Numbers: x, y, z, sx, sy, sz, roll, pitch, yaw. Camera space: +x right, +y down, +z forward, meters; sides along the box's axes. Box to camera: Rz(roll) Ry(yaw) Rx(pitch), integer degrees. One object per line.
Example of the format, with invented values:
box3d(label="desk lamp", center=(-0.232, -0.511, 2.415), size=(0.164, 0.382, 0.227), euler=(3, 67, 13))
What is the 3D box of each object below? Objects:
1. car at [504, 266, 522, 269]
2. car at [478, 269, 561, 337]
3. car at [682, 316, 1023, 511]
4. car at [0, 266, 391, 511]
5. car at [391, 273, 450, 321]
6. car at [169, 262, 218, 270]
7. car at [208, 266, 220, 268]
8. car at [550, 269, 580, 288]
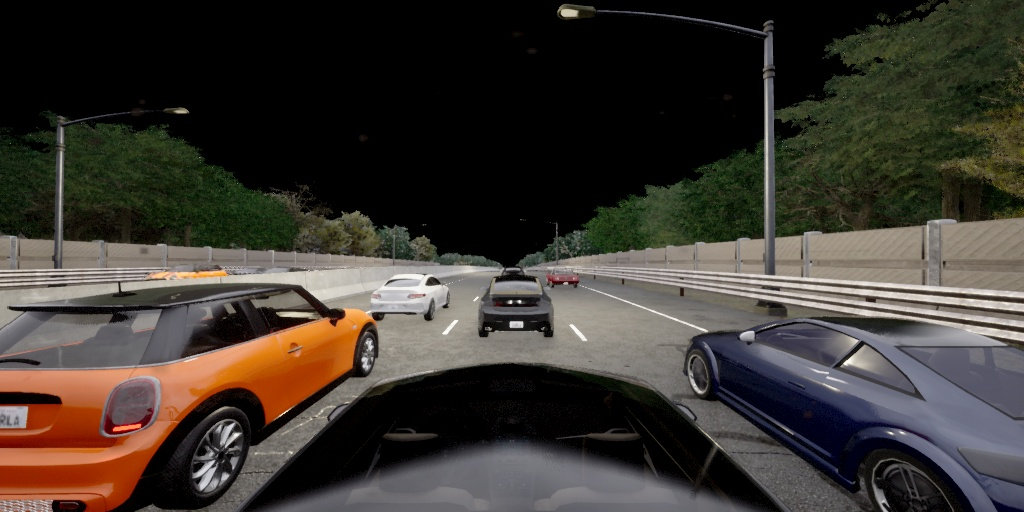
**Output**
box3d(label="car", center=(0.089, 1.538, 28.348), size=(1.837, 1.490, 4.892), euler=(0, -1, 0))
box3d(label="car", center=(0.097, 1.289, 10.350), size=(1.837, 1.490, 4.892), euler=(0, 0, 0))
box3d(label="car", center=(3.600, 1.317, 3.801), size=(1.994, 1.385, 4.181), euler=(0, 0, 0))
box3d(label="car", center=(-3.403, 1.107, 4.528), size=(2.097, 1.767, 4.553), euler=(0, 0, 0))
box3d(label="car", center=(-3.404, 1.327, 12.585), size=(1.812, 1.442, 4.674), euler=(0, -1, 0))
box3d(label="car", center=(-21.107, 1.292, 23.408), size=(2.097, 1.767, 4.553), euler=(0, -1, 0))
box3d(label="car", center=(-17.608, 1.517, 24.199), size=(1.994, 1.385, 4.181), euler=(0, -1, 0))
box3d(label="car", center=(3.591, 1.593, 26.271), size=(1.895, 1.301, 4.718), euler=(0, -1, 0))
